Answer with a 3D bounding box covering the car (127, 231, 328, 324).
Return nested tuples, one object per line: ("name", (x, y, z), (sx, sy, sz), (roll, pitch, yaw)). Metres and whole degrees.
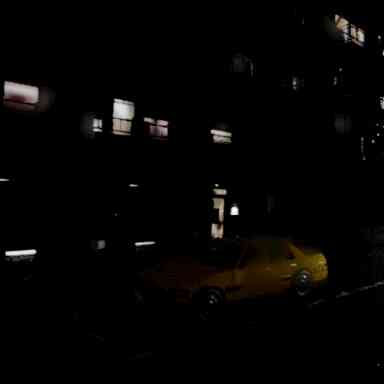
("car", (1.022, 1.582, 7.266), (4.829, 1.417, 1.752), (1, 1, -35))
